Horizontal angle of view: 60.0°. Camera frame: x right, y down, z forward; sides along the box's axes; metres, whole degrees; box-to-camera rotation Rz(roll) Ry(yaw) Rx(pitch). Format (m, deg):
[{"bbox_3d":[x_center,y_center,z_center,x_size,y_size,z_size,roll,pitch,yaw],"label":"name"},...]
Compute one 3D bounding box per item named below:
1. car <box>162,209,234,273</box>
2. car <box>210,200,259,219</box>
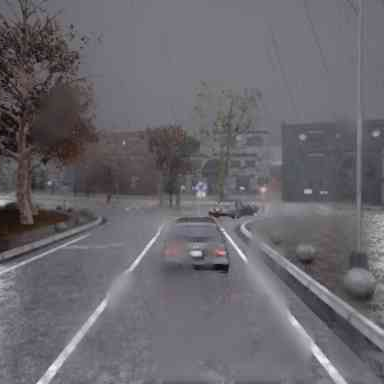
[{"bbox_3d":[0.099,1.513,10.529,2.033,1.411,5.357,0,0,0],"label":"car"},{"bbox_3d":[3.435,1.352,26.658,2.033,1.411,5.357,1,1,37],"label":"car"}]
